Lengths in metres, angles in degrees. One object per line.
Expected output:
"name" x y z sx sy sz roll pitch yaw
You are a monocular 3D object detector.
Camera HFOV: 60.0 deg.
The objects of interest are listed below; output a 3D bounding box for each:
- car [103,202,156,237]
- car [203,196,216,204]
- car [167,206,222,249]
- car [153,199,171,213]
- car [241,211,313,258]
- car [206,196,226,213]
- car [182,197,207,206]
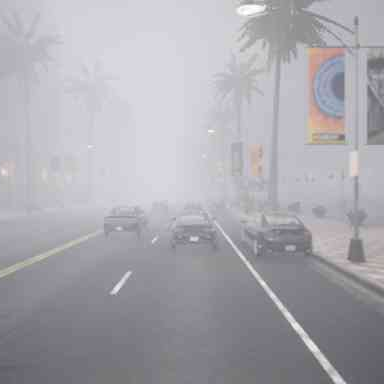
"car" -3.410 1.502 18.034 2.128 1.511 4.902 0 0 0
"car" 3.373 1.550 64.135 2.161 1.482 4.786 0 0 0
"car" 0.077 1.534 14.400 1.812 1.442 4.674 0 0 0
"car" -3.421 1.513 36.757 2.128 1.511 4.902 0 0 0
"car" 3.080 1.488 12.830 2.231 1.521 4.892 0 0 0
"car" 3.076 1.379 42.205 2.185 1.767 4.553 0 0 0
"car" 0.082 1.511 32.753 2.128 1.511 4.902 0 0 0
